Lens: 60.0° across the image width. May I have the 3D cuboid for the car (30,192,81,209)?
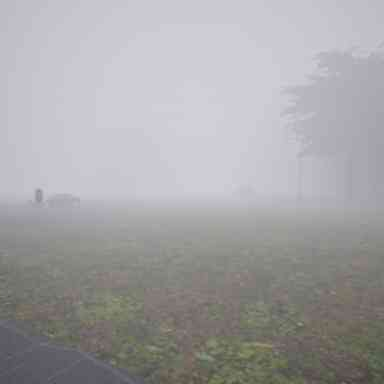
[{"bbox_3d":[-13.466,0.851,33.112,1.882,1.535,5.008,3,4,36],"label":"car"}]

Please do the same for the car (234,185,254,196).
[{"bbox_3d":[10.476,-0.267,66.473,2.150,2.045,5.566,3,3,36],"label":"car"}]
